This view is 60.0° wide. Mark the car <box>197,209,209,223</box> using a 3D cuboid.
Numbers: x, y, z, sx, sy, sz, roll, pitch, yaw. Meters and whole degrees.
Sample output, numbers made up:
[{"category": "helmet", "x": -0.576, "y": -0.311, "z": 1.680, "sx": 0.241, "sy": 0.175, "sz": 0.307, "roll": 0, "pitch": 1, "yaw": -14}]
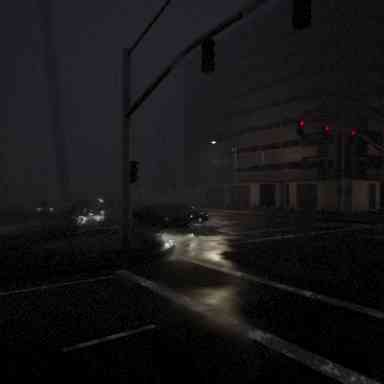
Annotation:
[{"category": "car", "x": -0.956, "y": 1.600, "z": 25.752, "sx": 2.033, "sy": 1.411, "sz": 5.357, "roll": 0, "pitch": 0, "yaw": -35}]

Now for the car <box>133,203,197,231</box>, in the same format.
[{"category": "car", "x": -2.042, "y": 1.531, "z": 21.244, "sx": 1.882, "sy": 1.535, "sz": 5.008, "roll": 0, "pitch": 0, "yaw": -35}]

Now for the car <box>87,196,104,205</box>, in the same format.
[{"category": "car", "x": -18.061, "y": 1.577, "z": 62.202, "sx": 1.812, "sy": 1.442, "sz": 4.674, "roll": 0, "pitch": 0, "yaw": -34}]

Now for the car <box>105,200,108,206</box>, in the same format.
[{"category": "car", "x": -12.826, "y": 1.578, "z": 42.457, "sx": 1.812, "sy": 1.442, "sz": 4.674, "roll": 0, "pitch": 0, "yaw": -36}]

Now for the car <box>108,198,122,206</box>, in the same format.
[{"category": "car", "x": -12.782, "y": 1.652, "z": 54.780, "sx": 1.895, "sy": 1.301, "sz": 4.718, "roll": 0, "pitch": 0, "yaw": -36}]

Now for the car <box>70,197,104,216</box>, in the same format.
[{"category": "car", "x": -11.004, "y": 1.558, "z": 33.836, "sx": 1.837, "sy": 1.490, "sz": 4.892, "roll": 0, "pitch": 0, "yaw": -35}]

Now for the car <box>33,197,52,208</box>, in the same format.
[{"category": "car", "x": -22.769, "y": 1.539, "z": 50.527, "sx": 1.882, "sy": 1.535, "sz": 5.008, "roll": 0, "pitch": 0, "yaw": -35}]

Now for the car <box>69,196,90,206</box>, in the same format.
[{"category": "car", "x": -20.010, "y": 1.543, "z": 58.895, "sx": 2.128, "sy": 1.511, "sz": 4.902, "roll": 0, "pitch": 0, "yaw": -35}]
